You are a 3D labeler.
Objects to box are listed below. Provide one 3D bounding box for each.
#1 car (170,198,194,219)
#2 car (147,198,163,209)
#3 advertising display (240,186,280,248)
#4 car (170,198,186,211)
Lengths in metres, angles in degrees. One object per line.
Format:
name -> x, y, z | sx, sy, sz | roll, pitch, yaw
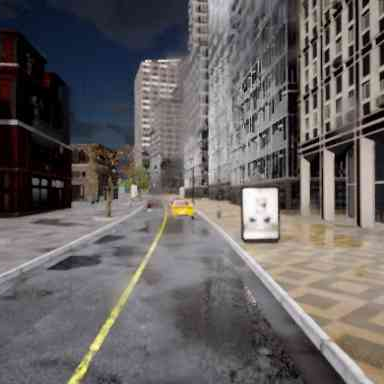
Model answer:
car -> -0.858, 1.442, 29.008 | 1.882, 1.535, 5.008 | 0, 0, -3
car -> -4.785, 1.506, 43.135 | 1.994, 1.385, 4.181 | 0, 0, -5
advertising display -> 2.786, 1.010, 13.597 | 1.540, 2.440, 0.280 | -1, -1, -2
car -> -1.751, 1.471, 41.405 | 1.812, 1.442, 4.674 | 0, 0, -4
